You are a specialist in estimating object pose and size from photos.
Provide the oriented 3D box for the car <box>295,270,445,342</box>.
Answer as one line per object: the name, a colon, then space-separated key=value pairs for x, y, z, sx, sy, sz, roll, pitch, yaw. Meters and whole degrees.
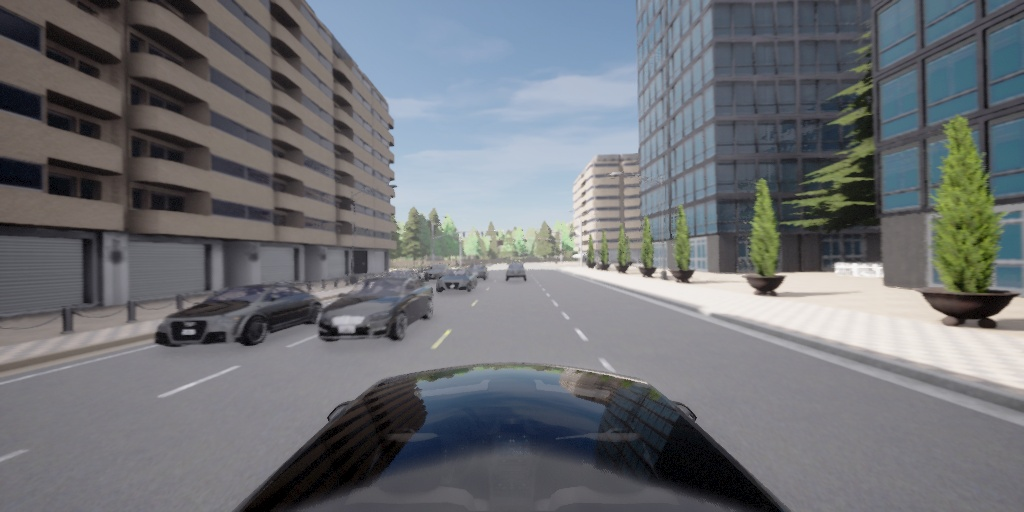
car: x=-3.593 y=1.351 z=10.299 sx=2.128 sy=1.511 sz=4.902 roll=-1 pitch=0 yaw=1

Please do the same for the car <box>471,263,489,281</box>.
car: x=-3.209 y=1.442 z=33.049 sx=2.128 sy=1.511 sz=4.902 roll=-1 pitch=0 yaw=1

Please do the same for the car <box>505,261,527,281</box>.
car: x=0.358 y=1.422 z=32.157 sx=2.033 sy=1.411 sz=5.357 roll=-1 pitch=0 yaw=1

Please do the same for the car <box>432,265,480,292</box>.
car: x=-3.339 y=1.513 z=22.188 sx=1.994 sy=1.385 sz=4.181 roll=-1 pitch=0 yaw=1

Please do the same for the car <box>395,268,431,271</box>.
car: x=-6.838 y=1.588 z=22.234 sx=2.033 sy=1.411 sz=5.357 roll=-1 pitch=0 yaw=1

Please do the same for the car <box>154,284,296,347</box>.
car: x=-7.096 y=1.492 z=9.879 sx=1.994 sy=1.385 sz=4.181 roll=-1 pitch=0 yaw=1

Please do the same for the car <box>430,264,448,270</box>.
car: x=-6.711 y=1.526 z=32.930 sx=1.837 sy=1.490 sz=4.892 roll=-1 pitch=-1 yaw=1
